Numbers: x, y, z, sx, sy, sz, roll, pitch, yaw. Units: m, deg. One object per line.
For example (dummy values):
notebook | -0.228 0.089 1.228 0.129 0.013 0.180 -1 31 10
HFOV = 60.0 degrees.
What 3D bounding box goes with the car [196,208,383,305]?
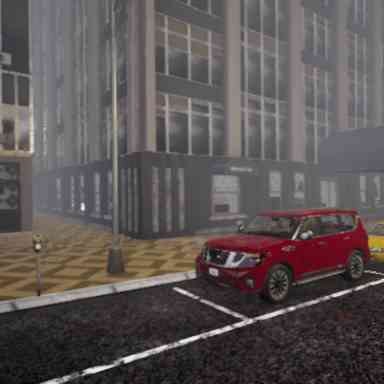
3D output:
car | 2.501 1.354 8.363 5.009 1.841 2.192 0 -1 -35
